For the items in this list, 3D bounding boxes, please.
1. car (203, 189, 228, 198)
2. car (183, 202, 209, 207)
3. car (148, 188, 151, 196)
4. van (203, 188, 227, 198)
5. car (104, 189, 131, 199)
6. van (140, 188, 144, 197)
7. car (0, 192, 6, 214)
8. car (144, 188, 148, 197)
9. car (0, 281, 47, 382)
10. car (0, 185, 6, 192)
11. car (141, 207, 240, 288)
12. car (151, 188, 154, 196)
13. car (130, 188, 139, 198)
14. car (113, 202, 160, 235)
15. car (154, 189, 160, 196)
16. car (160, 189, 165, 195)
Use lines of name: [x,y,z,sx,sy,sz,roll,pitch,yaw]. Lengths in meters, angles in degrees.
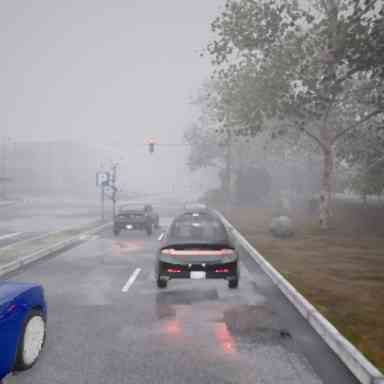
car: [4.776,0.318,67.782,4.553,1.767,2.185,0,1,-14]
car: [0.202,1.306,18.362,1.837,1.490,4.892,0,1,0]
car: [-12.516,0.421,77.198,4.674,1.452,2.002,-1,1,-13]
van: [4.387,0.256,64.812,4.442,1.987,1.878,0,1,-14]
car: [-14.344,0.601,62.251,4.792,1.488,2.163,-1,1,-15]
van: [-13.126,0.227,71.229,4.442,1.987,1.878,-1,0,-14]
car: [-16.588,1.104,24.452,4.553,1.767,2.185,-1,1,-19]
car: [-12.894,0.420,74.203,4.892,1.521,2.231,-1,0,-13]
car: [-2.894,1.447,2.523,1.882,1.535,5.008,0,1,0]
car: [-31.080,-0.511,53.132,2.002,1.452,4.674,6,-2,-19]
car: [0.126,1.392,8.951,2.128,1.511,4.902,0,1,0]
car: [-12.139,0.385,80.198,4.674,1.452,2.002,-1,0,-13]
car: [-13.695,0.522,65.241,5.366,1.575,1.946,-1,0,-15]
car: [-2.809,1.315,17.454,1.837,1.490,4.892,0,0,1]
car: [-11.315,0.310,86.179,4.674,1.452,2.002,-1,1,-12]
car: [-10.859,-0.018,89.180,5.566,2.045,2.435,-1,0,-12]
